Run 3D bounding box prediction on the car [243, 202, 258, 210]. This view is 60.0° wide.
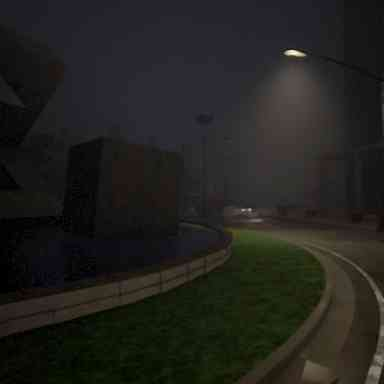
[{"bbox_3d":[11.536,2.662,65.106,2.033,1.411,5.357,-1,-1,26],"label":"car"}]

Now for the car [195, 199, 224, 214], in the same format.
[{"bbox_3d":[2.632,2.066,48.228,2.150,2.045,5.566,-1,-1,33],"label":"car"}]
